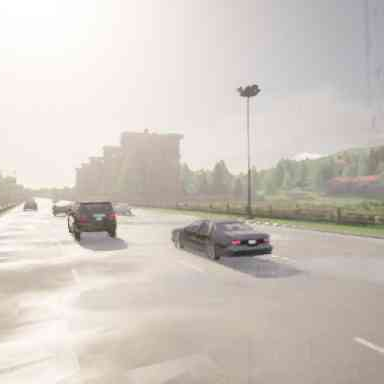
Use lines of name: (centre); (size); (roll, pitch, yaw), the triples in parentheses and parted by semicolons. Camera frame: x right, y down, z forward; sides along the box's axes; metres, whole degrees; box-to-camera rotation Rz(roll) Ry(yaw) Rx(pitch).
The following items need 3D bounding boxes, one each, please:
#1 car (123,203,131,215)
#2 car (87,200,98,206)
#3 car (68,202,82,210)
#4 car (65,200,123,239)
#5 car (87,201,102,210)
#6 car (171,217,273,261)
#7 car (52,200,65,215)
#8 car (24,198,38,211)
car: (-9.072, 2.132, 42.598); (1.812, 1.442, 4.674); (0, -1, -25)
car: (-25.378, 2.797, 84.930); (1.994, 1.385, 4.181); (0, -1, -26)
car: (-21.123, 2.494, 59.750); (1.895, 1.301, 4.718); (0, -1, -26)
car: (-5.892, 1.506, 19.374); (2.150, 2.045, 5.566); (0, -1, -25)
car: (-18.032, 2.462, 61.400); (1.994, 1.385, 4.181); (0, -1, -26)
car: (0.904, 1.717, 13.137); (2.033, 1.411, 5.357); (0, -1, -25)
car: (-16.677, 2.133, 42.324); (2.128, 1.511, 4.902); (0, -1, -25)
car: (-26.975, 2.223, 55.757); (2.097, 1.767, 4.553); (0, -1, -26)
